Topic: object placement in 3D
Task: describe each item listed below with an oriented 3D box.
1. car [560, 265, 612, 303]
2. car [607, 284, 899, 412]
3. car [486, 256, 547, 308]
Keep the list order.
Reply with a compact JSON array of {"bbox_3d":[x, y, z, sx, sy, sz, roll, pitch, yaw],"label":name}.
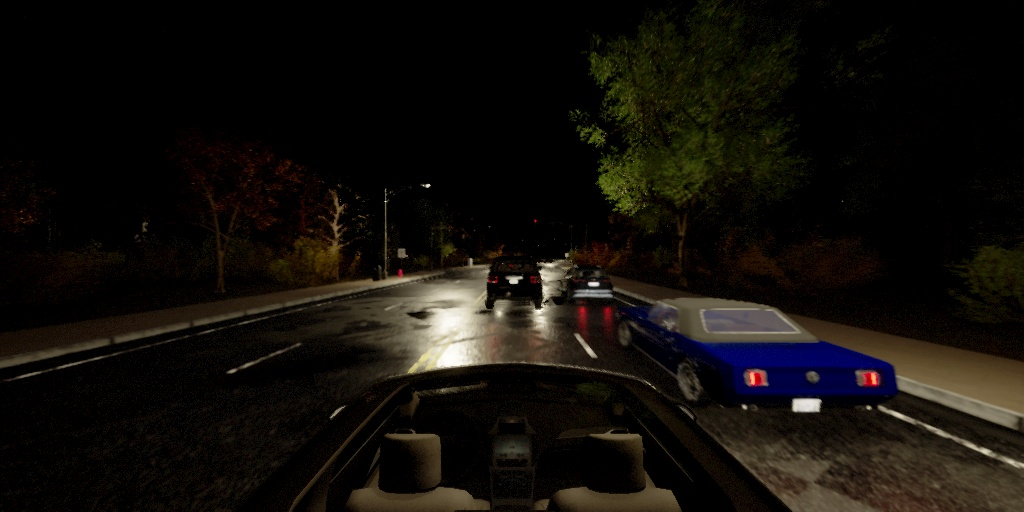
[{"bbox_3d":[3.419,1.231,17.063,2.033,1.649,4.856,0,0,1],"label":"car"},{"bbox_3d":[3.259,1.370,6.168,1.895,1.301,4.718,0,0,0],"label":"car"},{"bbox_3d":[0.138,1.014,15.507,2.150,2.045,5.566,0,0,2],"label":"car"}]
